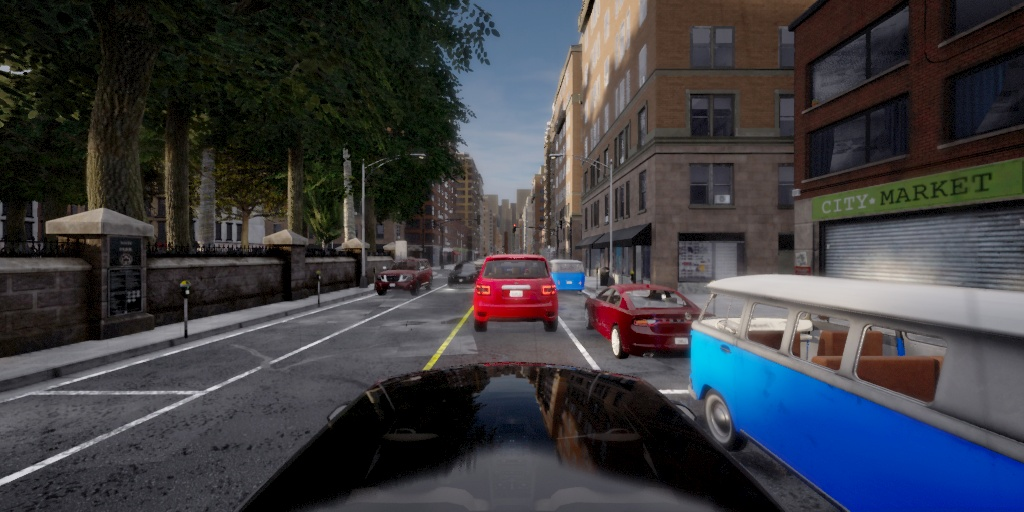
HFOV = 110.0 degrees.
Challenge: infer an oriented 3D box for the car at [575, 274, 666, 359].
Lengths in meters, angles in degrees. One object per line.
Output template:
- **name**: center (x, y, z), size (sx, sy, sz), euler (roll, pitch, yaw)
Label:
- **car**: center (2.853, 1.294, 8.261), size (1.888, 1.381, 4.507), euler (0, 0, 0)

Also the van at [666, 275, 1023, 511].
- **van**: center (2.856, 1.091, 2.600), size (1.690, 1.789, 3.998), euler (0, 0, 0)

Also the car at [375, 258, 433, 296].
- **car**: center (-5.678, 1.059, 19.537), size (2.192, 1.841, 5.009), euler (0, 0, 0)

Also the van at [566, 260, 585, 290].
- **van**: center (2.847, 1.086, 19.582), size (1.690, 1.789, 3.998), euler (0, 0, 0)

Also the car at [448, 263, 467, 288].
- **car**: center (-3.068, 1.249, 24.043), size (1.837, 1.490, 4.892), euler (0, -1, 0)

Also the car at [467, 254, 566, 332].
- **car**: center (0.092, 0.970, 11.019), size (2.150, 2.045, 5.566), euler (0, 0, 0)
